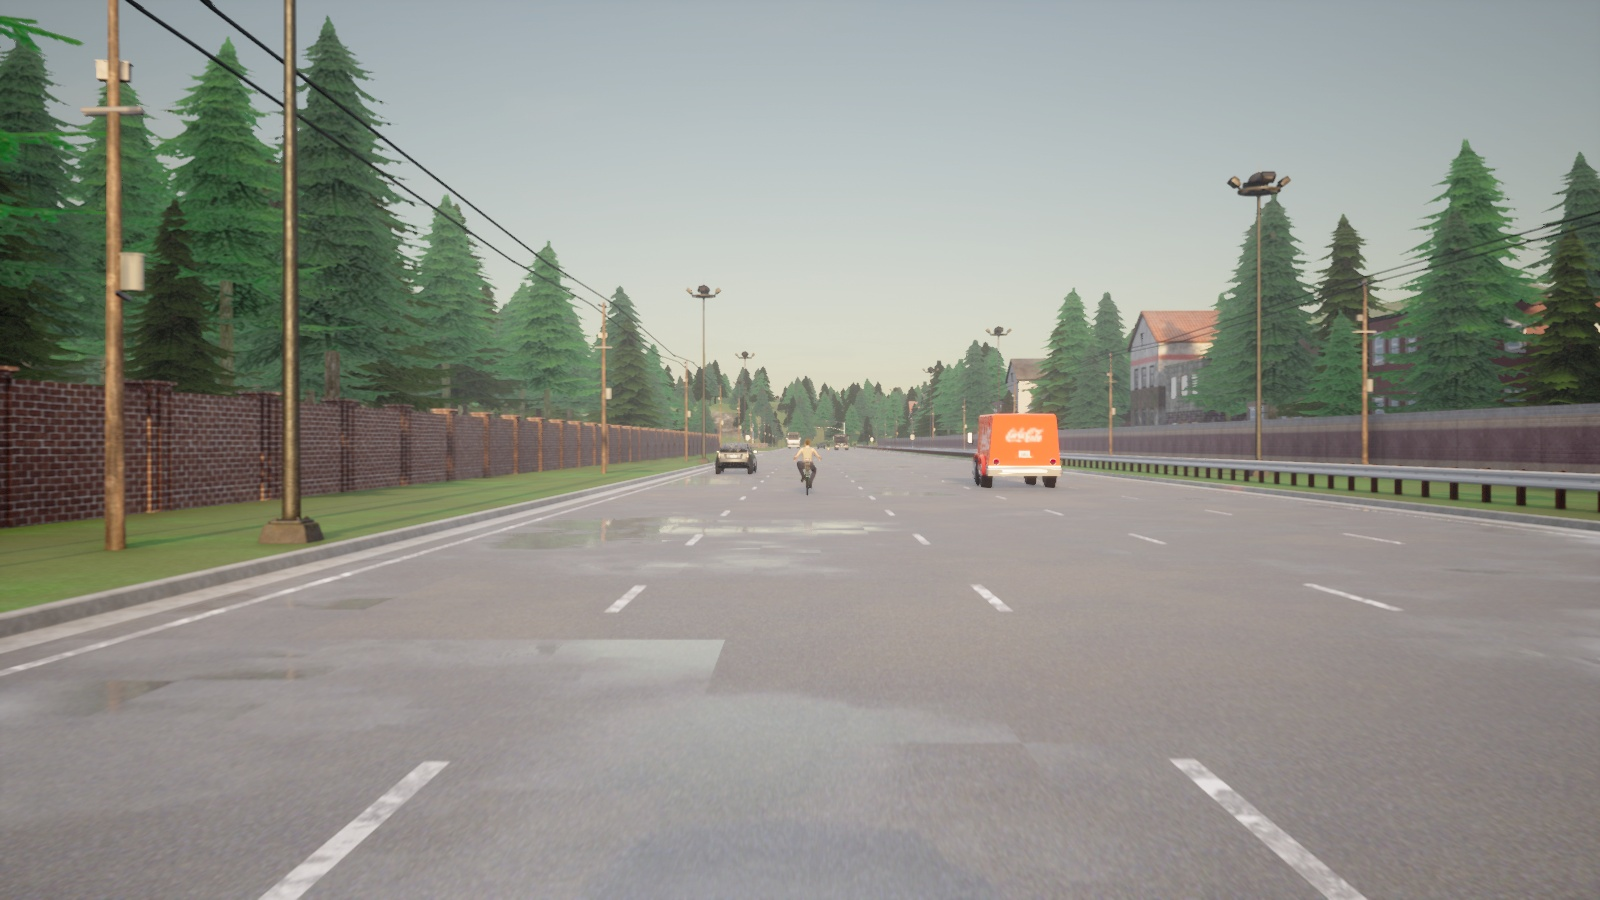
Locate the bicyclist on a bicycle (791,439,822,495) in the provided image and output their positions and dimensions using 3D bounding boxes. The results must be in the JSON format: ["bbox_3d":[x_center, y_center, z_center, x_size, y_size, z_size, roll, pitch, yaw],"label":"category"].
[{"bbox_3d":[0.190,0.480,36.335,0.866,1.612,1.509,0,0,1],"label":"bicyclist on a bicycle"}]

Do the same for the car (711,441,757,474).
[{"bbox_3d":[-3.182,0.344,61.615,2.007,1.525,4.514,0,0,0],"label":"car"}]

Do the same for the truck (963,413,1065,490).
[{"bbox_3d":[7.227,0.026,43.037,2.627,2.467,5.204,0,0,0],"label":"truck"}]
